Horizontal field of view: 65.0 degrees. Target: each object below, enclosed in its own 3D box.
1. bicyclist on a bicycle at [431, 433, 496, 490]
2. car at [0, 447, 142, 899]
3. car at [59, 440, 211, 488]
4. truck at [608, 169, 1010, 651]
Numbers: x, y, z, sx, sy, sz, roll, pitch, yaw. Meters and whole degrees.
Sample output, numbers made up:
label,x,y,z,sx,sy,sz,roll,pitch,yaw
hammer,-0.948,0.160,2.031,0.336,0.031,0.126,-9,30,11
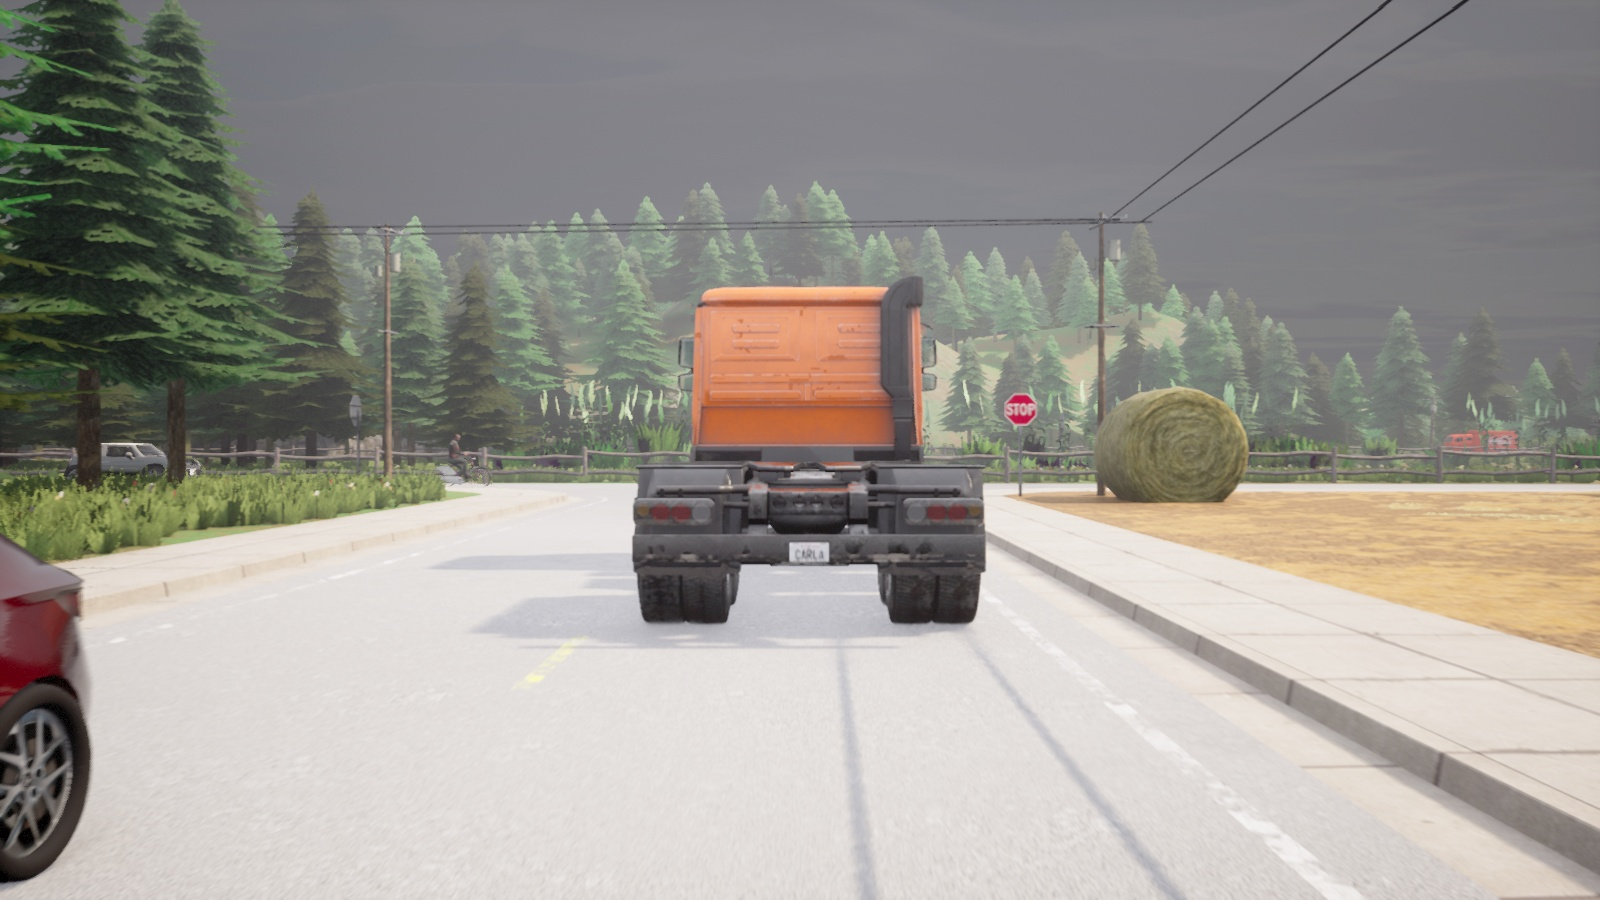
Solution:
label,x,y,z,sx,sy,sz,roll,pitch,yaw
bicyclist on a bicycle,-10.553,0.352,39.400,1.843,1.776,0.659,0,0,3
car,-3.470,0.742,2.770,1.816,1.474,4.193,0,0,0
car,-21.106,0.435,39.950,3.806,1.475,1.970,0,0,3
truck,0.082,-0.308,13.001,2.891,3.462,7.936,0,0,0
